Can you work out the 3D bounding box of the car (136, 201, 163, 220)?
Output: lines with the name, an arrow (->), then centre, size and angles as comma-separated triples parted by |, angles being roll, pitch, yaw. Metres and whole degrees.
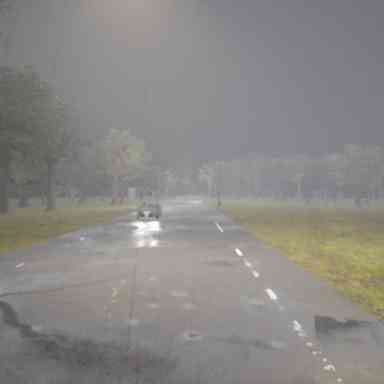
car -> -3.603, 1.550, 28.834 | 2.128, 1.511, 4.902 | 0, -1, 0
